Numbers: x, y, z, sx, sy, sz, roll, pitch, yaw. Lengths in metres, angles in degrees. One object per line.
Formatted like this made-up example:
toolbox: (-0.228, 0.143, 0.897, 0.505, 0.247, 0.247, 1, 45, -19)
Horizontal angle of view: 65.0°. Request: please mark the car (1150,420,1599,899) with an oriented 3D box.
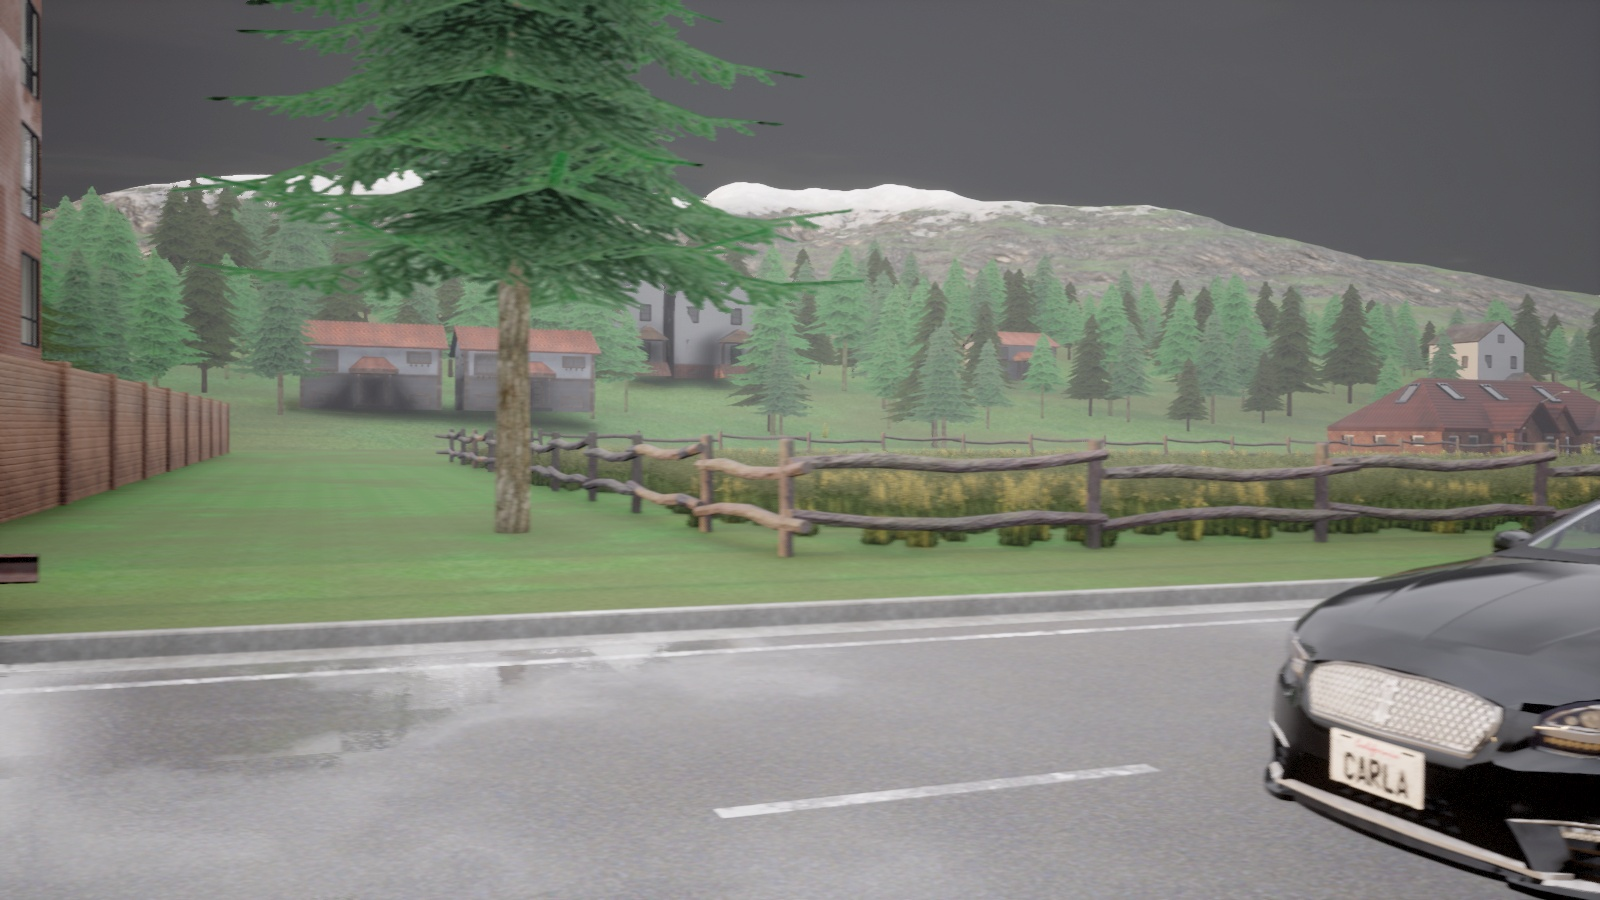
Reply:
car: (4.054, 0.631, 4.844, 4.902, 1.511, 2.128, -1, 1, -21)
